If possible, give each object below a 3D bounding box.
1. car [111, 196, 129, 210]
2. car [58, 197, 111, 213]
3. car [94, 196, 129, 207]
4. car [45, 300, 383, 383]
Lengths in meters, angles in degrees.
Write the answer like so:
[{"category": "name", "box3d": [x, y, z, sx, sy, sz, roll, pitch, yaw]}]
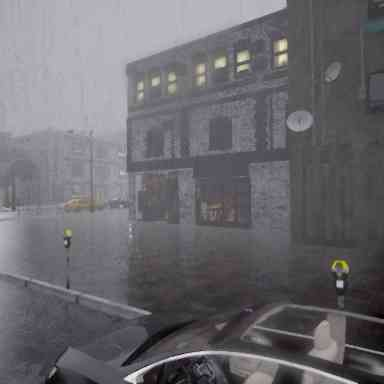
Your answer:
[{"category": "car", "box3d": [-7.477, 1.219, 36.897, 2.008, 1.369, 4.403, -1, 0, 36]}, {"category": "car", "box3d": [-10.634, 1.244, 32.561, 1.752, 1.417, 4.829, -1, 0, 36]}, {"category": "car", "box3d": [-11.094, 1.291, 46.166, 1.752, 1.417, 4.829, -1, 0, 36]}, {"category": "car", "box3d": [0.676, 1.549, 2.409, 4.403, 1.369, 2.008, 0, -1, 36]}]
